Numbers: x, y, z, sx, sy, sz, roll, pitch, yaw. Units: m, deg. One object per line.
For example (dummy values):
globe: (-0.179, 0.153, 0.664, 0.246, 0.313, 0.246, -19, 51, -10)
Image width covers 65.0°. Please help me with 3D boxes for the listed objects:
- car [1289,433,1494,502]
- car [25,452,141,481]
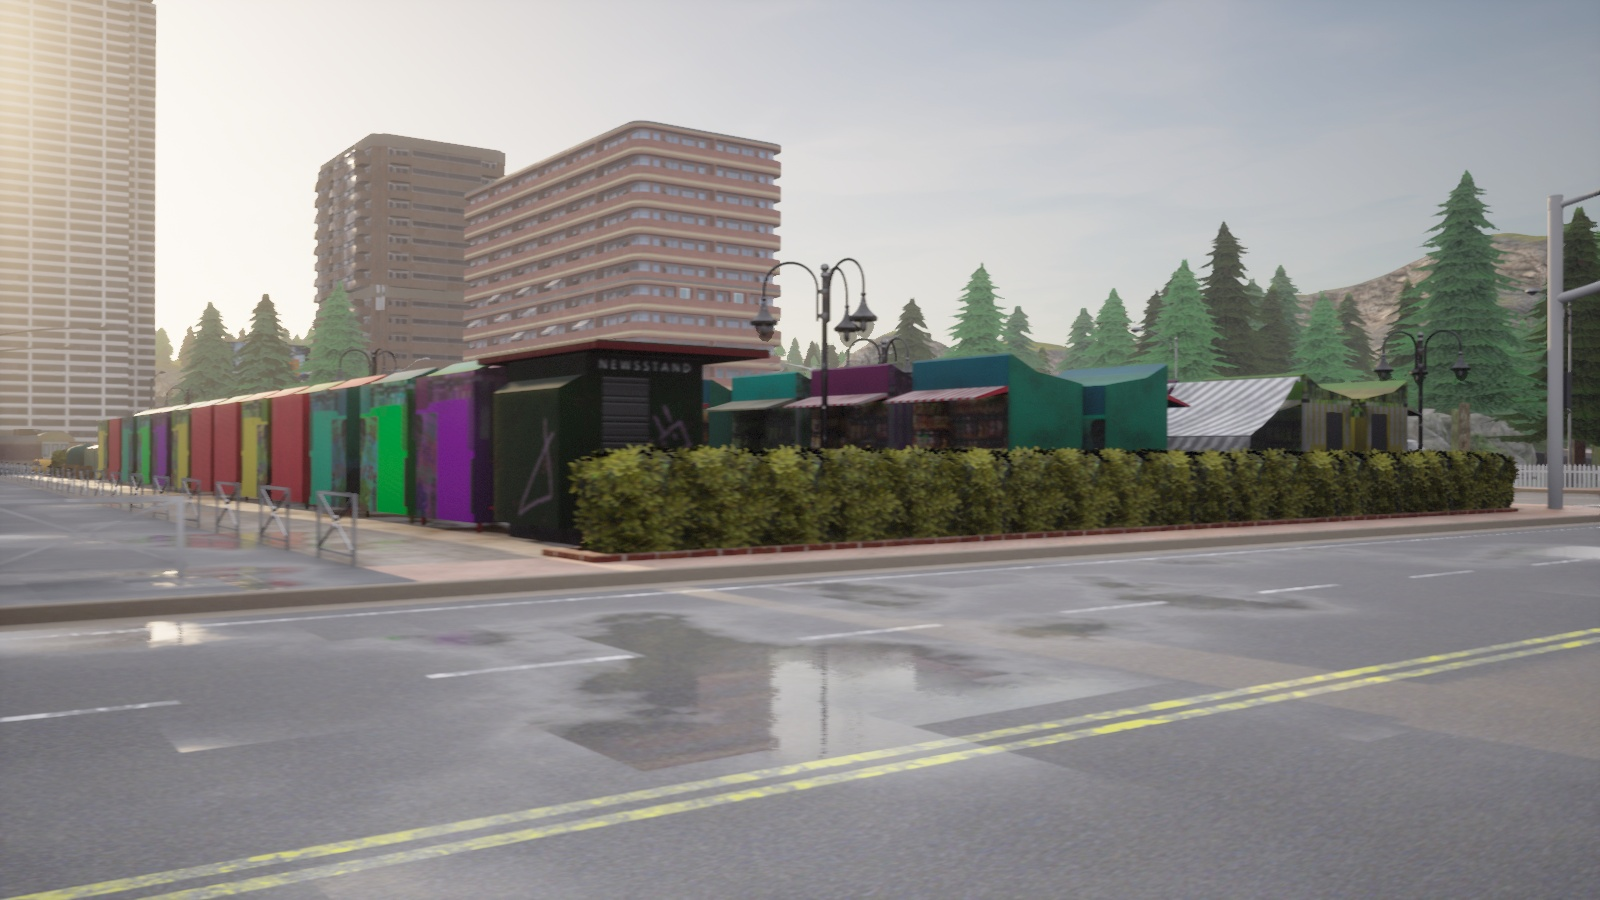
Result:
car: (18.736, 0.522, 40.078, 2.150, 2.045, 5.566, 0, 0, -36)
car: (-39.625, 0.882, 69.482, 5.366, 1.575, 1.801, 0, 0, -37)
